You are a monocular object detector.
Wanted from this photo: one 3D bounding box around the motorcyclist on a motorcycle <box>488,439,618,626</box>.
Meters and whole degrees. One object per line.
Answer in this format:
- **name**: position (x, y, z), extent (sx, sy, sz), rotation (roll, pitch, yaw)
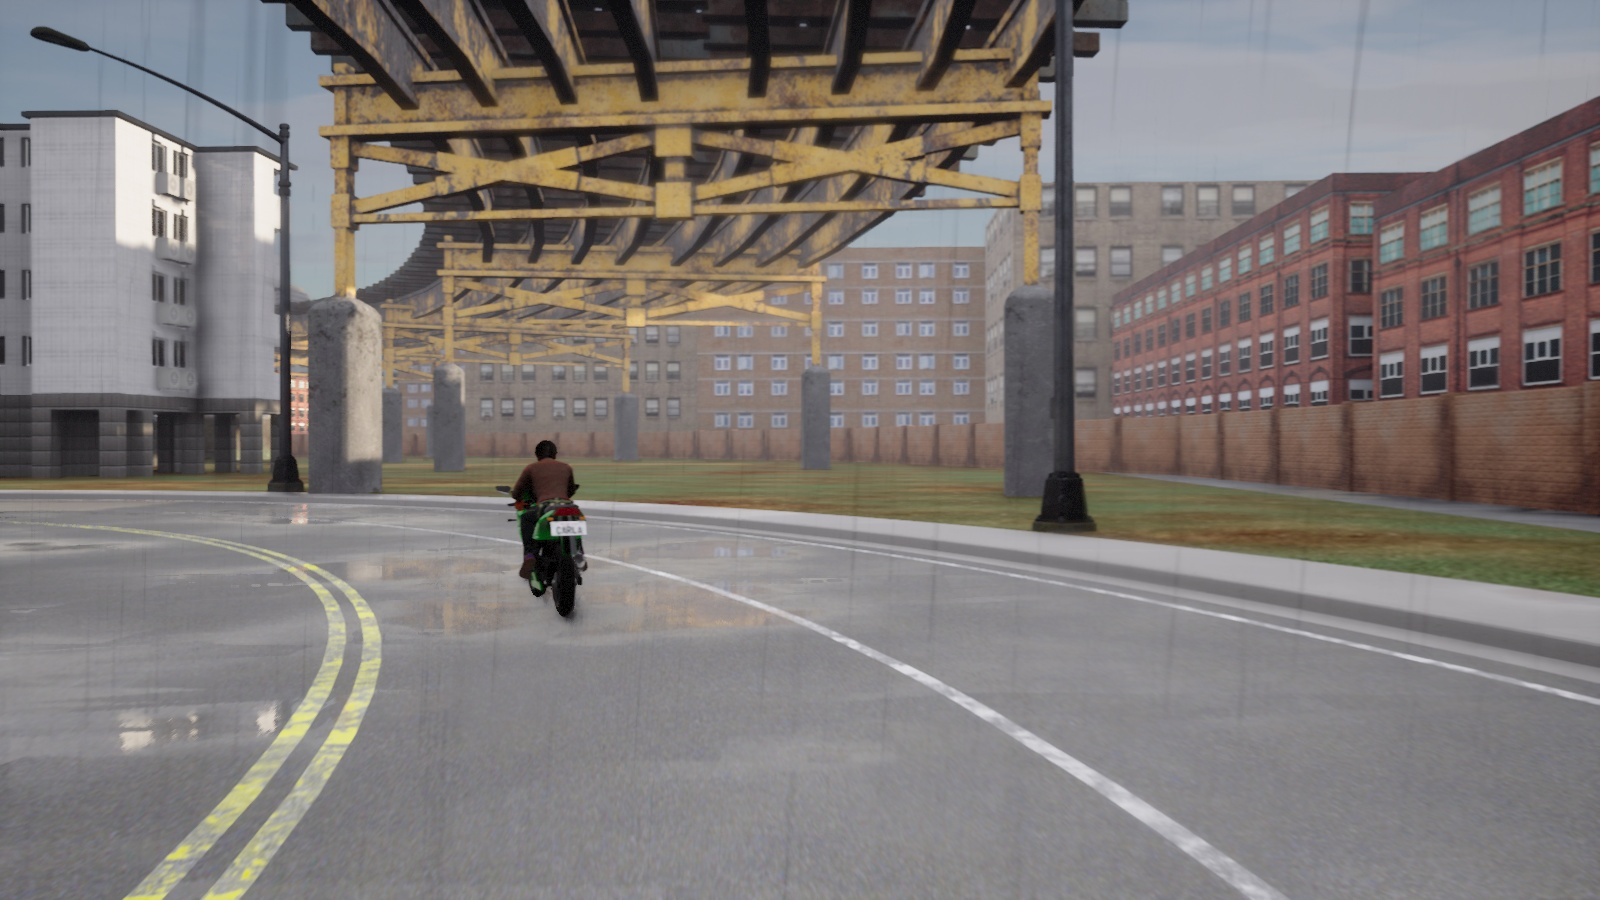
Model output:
- **motorcyclist on a motorcycle**: position (-2.270, 0.665, 11.333), extent (0.797, 1.523, 2.044), rotation (-1, 1, -21)
